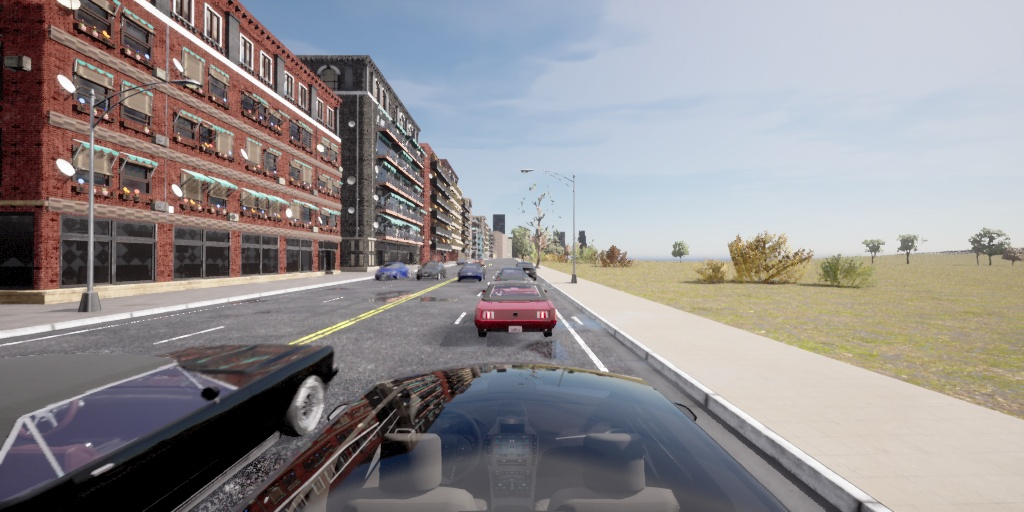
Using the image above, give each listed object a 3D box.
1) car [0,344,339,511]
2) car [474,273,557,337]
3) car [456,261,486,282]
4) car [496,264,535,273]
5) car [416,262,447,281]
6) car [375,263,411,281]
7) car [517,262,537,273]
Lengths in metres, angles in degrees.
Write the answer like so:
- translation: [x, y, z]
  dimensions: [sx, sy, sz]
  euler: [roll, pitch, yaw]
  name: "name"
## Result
- translation: [-3.154, 1.351, 2.490]
  dimensions: [1.895, 1.301, 4.718]
  euler: [0, 0, 0]
  name: "car"
- translation: [0.074, 1.352, 10.246]
  dimensions: [1.895, 1.301, 4.718]
  euler: [0, 0, 0]
  name: "car"
- translation: [-3.241, 1.317, 29.472]
  dimensions: [1.994, 1.385, 4.181]
  euler: [0, 0, 0]
  name: "car"
- translation: [0.034, 1.317, 20.277]
  dimensions: [1.994, 1.385, 4.181]
  euler: [0, 0, 0]
  name: "car"
- translation: [-6.689, 1.258, 30.140]
  dimensions: [1.837, 1.490, 4.892]
  euler: [0, 0, 0]
  name: "car"
- translation: [-9.940, 1.279, 30.173]
  dimensions: [1.812, 1.442, 4.674]
  euler: [0, 0, 0]
  name: "car"
- translation: [1.049, 1.259, 30.270]
  dimensions: [1.837, 1.490, 4.892]
  euler: [0, 0, 0]
  name: "car"
